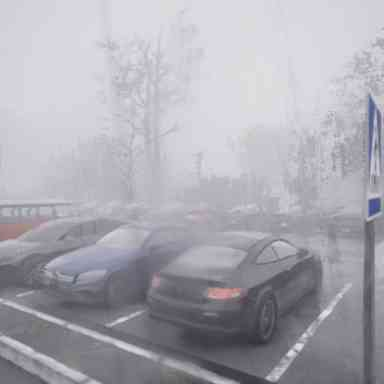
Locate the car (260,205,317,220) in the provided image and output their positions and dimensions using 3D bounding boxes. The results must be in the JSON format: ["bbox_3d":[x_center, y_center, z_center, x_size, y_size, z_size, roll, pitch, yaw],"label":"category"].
[{"bbox_3d":[5.909,1.448,18.392,2.097,1.535,5.008,0,0,35],"label":"car"}]

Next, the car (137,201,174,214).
[{"bbox_3d":[-1.135,1.483,23.318,2.097,1.535,5.008,0,0,35],"label":"car"}]

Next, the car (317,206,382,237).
[{"bbox_3d":[8.226,1.438,16.777,2.231,1.521,4.892,0,0,35],"label":"car"}]

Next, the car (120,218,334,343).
[{"bbox_3d":[1.101,1.478,6.424,2.002,1.452,4.674,0,0,35],"label":"car"}]

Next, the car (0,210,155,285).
[{"bbox_3d":[-3.549,1.490,9.636,2.163,1.488,4.792,0,0,35],"label":"car"}]

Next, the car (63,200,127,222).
[{"bbox_3d":[-8.082,1.517,28.165,2.097,1.535,5.008,0,0,35],"label":"car"}]

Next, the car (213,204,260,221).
[{"bbox_3d":[3.593,1.460,20.008,2.097,1.535,5.008,0,0,35],"label":"car"}]

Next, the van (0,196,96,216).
[{"bbox_3d":[-5.784,1.246,11.373,1.878,1.987,4.442,0,0,35],"label":"van"}]

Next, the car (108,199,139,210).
[{"bbox_3d":[-3.456,1.494,24.926,2.097,1.535,5.008,0,0,35],"label":"car"}]

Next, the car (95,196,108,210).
[{"bbox_3d":[-5.752,1.380,26.571,2.185,1.767,4.553,0,0,35],"label":"car"}]

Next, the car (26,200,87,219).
[{"bbox_3d":[-12.610,1.541,31.327,2.231,1.521,4.892,0,0,35],"label":"car"}]

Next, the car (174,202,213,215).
[{"bbox_3d":[1.297,1.501,21.652,2.163,1.488,4.792,0,0,35],"label":"car"}]

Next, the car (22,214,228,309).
[{"bbox_3d":[-1.213,1.489,8.046,2.002,1.452,4.674,0,0,35],"label":"car"}]
